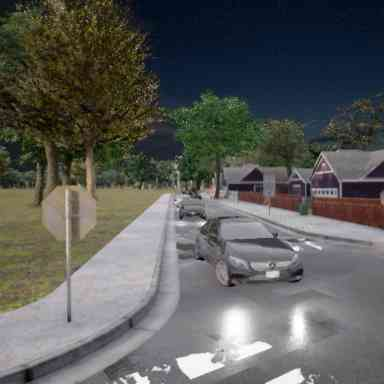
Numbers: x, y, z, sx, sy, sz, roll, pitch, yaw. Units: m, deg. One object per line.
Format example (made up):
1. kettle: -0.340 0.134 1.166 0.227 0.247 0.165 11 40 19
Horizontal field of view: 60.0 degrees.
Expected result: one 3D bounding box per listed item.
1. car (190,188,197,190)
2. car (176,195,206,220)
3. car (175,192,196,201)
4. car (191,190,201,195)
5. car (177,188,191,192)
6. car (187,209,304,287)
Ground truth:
1. car: 0.031 0.196 71.439 2.150 2.045 5.566 -1 1 -3
2. car: -0.071 1.202 25.233 1.837 1.490 4.892 -1 1 -3
3. car: -0.834 1.042 38.204 1.812 1.442 4.674 -1 1 -3
4. car: 0.724 0.739 61.404 1.895 1.301 4.718 -1 1 -3
5. car: -1.768 0.616 55.182 2.097 1.767 4.553 -1 1 -3
6. car: 1.273 1.439 9.339 1.812 1.442 4.674 -1 1 -11
